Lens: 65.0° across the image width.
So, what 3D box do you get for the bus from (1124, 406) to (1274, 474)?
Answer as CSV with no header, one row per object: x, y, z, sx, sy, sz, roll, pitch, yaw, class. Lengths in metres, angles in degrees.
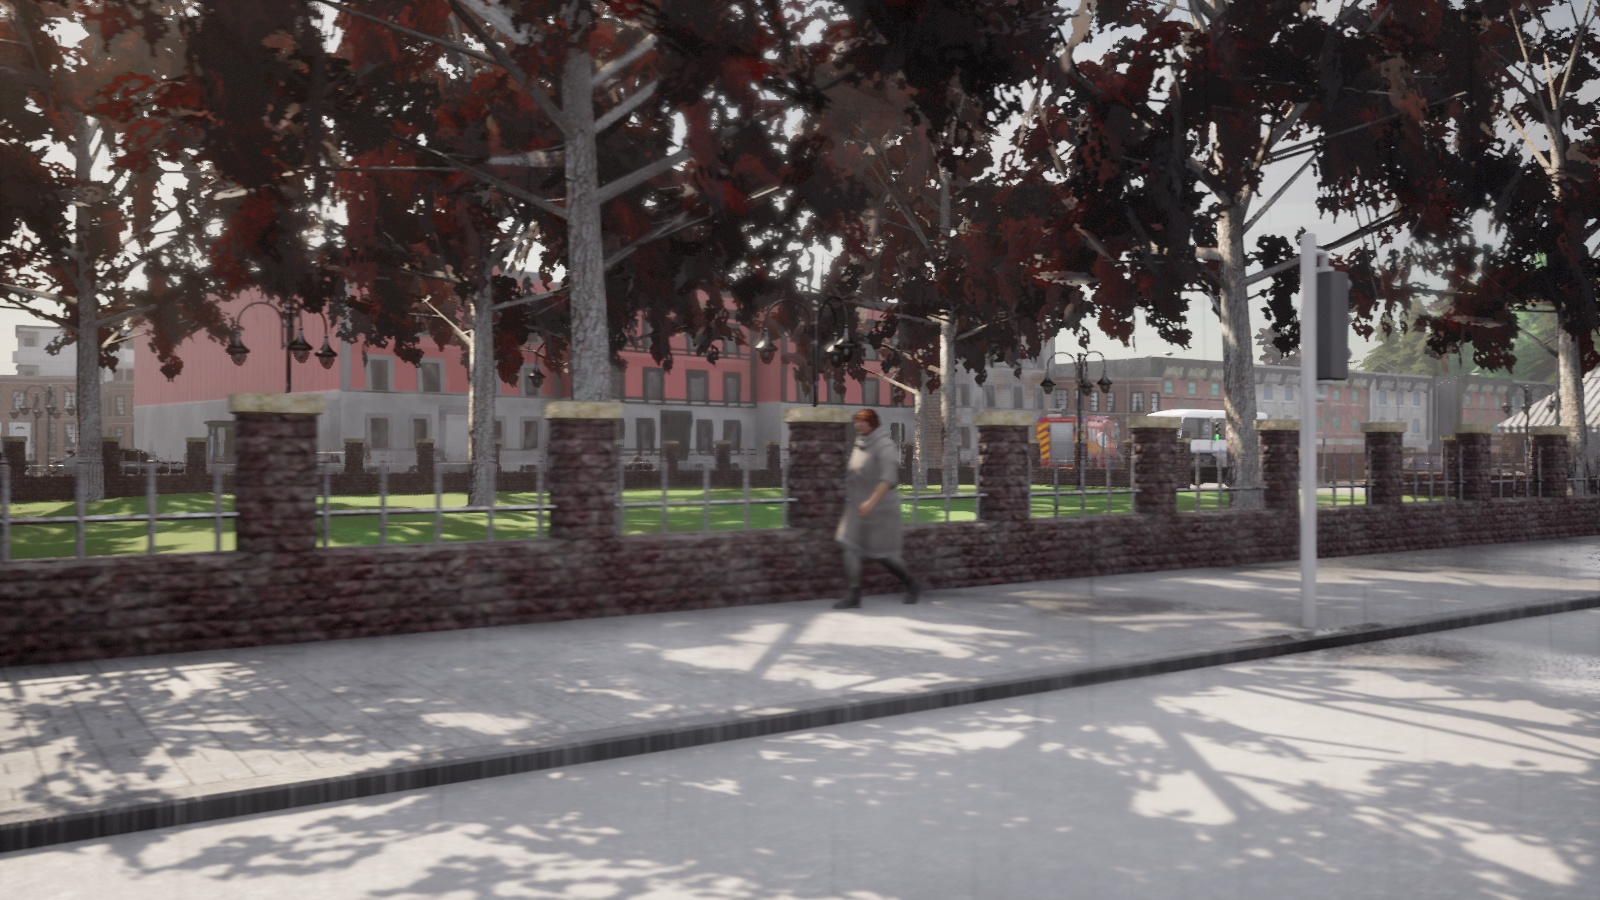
26.373,-0.617,82.734,10.273,4.253,3.944,0,0,-35,bus

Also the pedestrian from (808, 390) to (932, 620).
0.621,0.468,11.194,0.873,1.952,0.659,0,0,-35,pedestrian

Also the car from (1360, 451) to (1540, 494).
23.050,0.768,44.753,2.033,1.411,5.357,0,0,-37,car

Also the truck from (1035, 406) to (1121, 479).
15.723,-0.383,70.617,2.891,3.827,8.468,-1,0,25,truck

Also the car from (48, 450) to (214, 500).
-23.083,0.819,43.394,4.856,1.649,2.033,0,0,-35,car

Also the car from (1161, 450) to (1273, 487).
17.461,0.765,52.750,1.816,1.474,4.193,0,0,-37,car

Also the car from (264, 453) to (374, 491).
-19.447,0.851,50.802,3.806,1.475,1.970,0,0,-35,car
